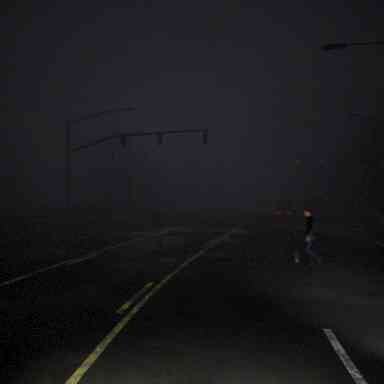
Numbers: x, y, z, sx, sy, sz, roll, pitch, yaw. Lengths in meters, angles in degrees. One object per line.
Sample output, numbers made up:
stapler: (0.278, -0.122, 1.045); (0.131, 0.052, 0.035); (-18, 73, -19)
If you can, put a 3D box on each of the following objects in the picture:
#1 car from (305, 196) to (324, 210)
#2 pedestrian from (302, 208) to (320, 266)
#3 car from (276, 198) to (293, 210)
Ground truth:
car: (15.148, 1.303, 41.273); (2.097, 1.767, 4.553); (0, 0, 18)
pedestrian: (3.557, 1.294, 9.993); (0.375, 1.860, 0.375); (0, 0, 15)
car: (11.679, 1.443, 41.880); (2.128, 1.511, 4.902); (0, 0, 17)
